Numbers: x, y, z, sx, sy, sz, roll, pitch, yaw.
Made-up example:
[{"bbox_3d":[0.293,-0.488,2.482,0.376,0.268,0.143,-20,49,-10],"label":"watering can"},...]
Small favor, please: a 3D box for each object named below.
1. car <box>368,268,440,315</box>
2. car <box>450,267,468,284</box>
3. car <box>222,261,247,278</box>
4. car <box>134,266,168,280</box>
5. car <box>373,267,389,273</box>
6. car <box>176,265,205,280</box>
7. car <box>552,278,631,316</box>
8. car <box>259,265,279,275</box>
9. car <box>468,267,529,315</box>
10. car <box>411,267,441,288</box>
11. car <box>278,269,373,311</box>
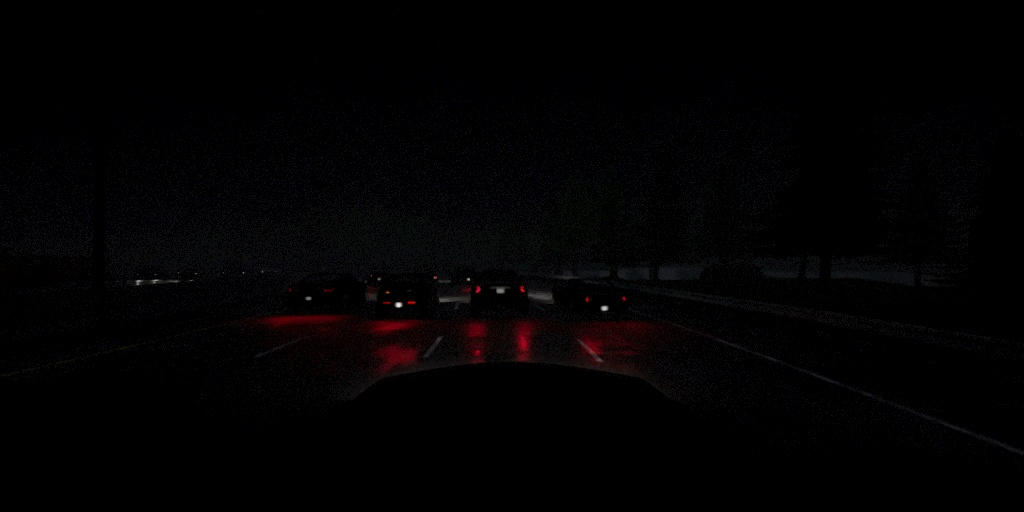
[{"bbox_3d":[-4.126,1.437,14.658,1.837,1.490,4.892,0,0,-6],"label":"car"},{"bbox_3d":[-4.318,1.678,31.893,1.837,1.490,4.892,0,0,-18],"label":"car"},{"bbox_3d":[-33.632,1.560,43.500,2.150,2.045,5.566,1,-1,-36],"label":"car"},{"bbox_3d":[-38.736,1.816,38.640,2.033,1.411,5.357,1,-1,-35],"label":"car"},{"bbox_3d":[-11.295,1.681,30.720,1.812,1.442,4.674,0,-1,-19],"label":"car"},{"bbox_3d":[-34.681,1.748,38.793,1.882,1.535,5.008,1,-1,-34],"label":"car"},{"bbox_3d":[2.932,1.529,14.446,1.895,1.301,4.718,0,-1,-6],"label":"car"},{"bbox_3d":[-30.133,1.876,44.540,1.812,1.442,4.674,1,-1,-35],"label":"car"},{"bbox_3d":[-0.627,1.284,14.763,2.097,1.767,4.553,0,-1,-6],"label":"car"},{"bbox_3d":[-7.029,1.678,28.924,2.033,1.411,5.357,0,-1,-17],"label":"car"},{"bbox_3d":[-7.783,1.422,15.596,1.882,1.535,5.008,0,0,-8],"label":"car"}]
